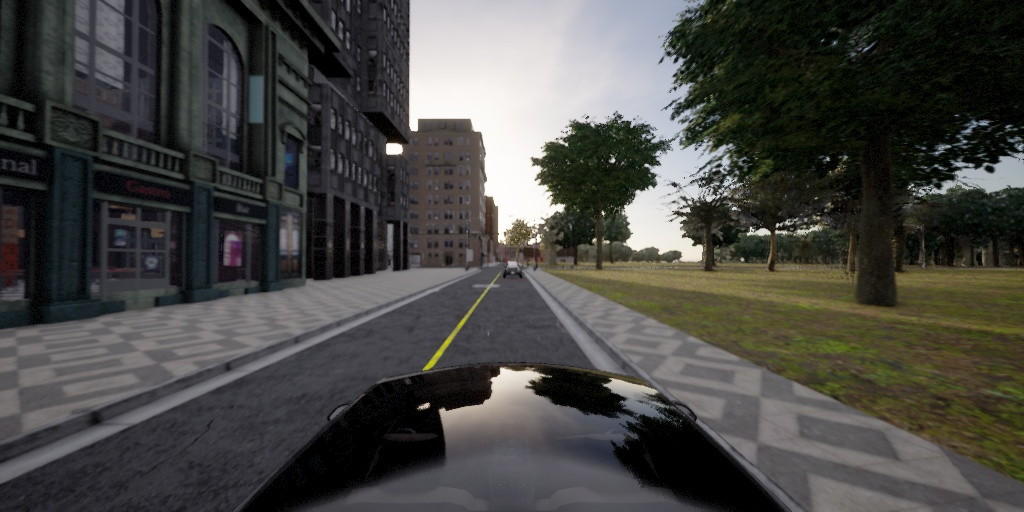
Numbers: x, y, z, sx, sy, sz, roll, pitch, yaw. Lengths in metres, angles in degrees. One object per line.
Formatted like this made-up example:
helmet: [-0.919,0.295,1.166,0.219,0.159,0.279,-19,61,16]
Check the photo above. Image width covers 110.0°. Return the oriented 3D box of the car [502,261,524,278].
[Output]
car: [0.076,1.402,35.903,1.812,1.442,4.674,0,-1,0]
